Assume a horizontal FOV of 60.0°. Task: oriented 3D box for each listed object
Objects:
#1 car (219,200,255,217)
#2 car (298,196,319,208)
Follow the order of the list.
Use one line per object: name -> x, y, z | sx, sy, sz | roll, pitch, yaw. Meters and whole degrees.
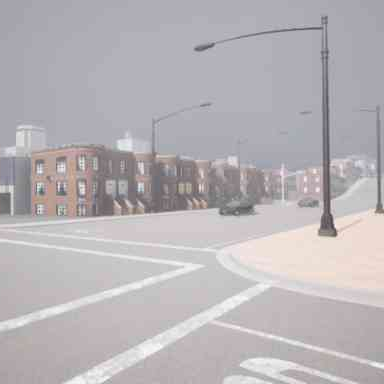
car -> 4.551, 1.594, 33.489 | 1.882, 1.535, 5.008 | -1, 0, 37
car -> 17.911, 1.459, 51.192 | 2.097, 1.767, 4.553 | -1, 0, 37
